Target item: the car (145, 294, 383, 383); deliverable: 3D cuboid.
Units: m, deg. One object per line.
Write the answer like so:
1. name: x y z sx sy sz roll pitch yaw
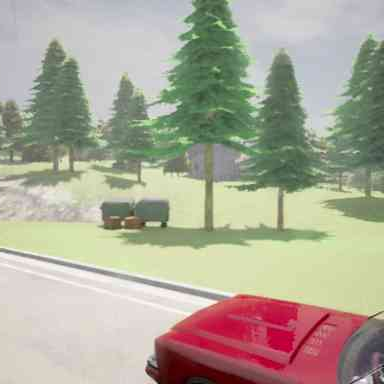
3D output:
1. car: 1.885 1.601 2.648 4.718 1.301 1.895 0 0 36
